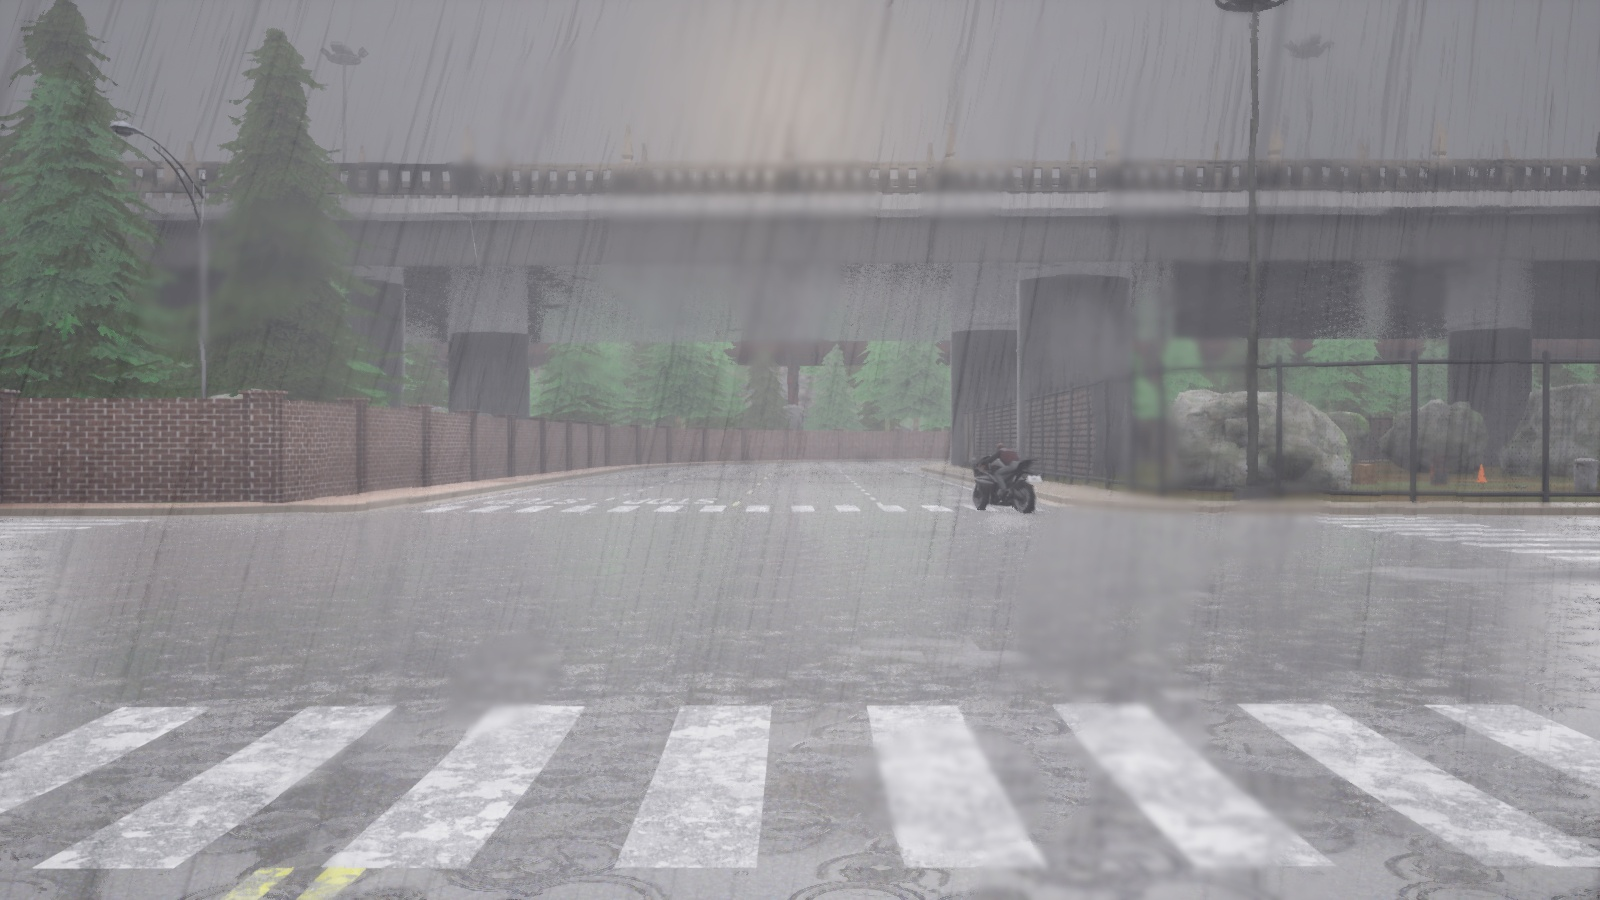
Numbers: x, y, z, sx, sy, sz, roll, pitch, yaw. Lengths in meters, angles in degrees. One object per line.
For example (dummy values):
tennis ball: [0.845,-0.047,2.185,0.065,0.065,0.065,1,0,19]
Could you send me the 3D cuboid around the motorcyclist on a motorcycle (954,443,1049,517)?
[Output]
motorcyclist on a motorcycle: [4.326,0.628,27.104,0.866,1.530,2.191,2,-1,-27]
